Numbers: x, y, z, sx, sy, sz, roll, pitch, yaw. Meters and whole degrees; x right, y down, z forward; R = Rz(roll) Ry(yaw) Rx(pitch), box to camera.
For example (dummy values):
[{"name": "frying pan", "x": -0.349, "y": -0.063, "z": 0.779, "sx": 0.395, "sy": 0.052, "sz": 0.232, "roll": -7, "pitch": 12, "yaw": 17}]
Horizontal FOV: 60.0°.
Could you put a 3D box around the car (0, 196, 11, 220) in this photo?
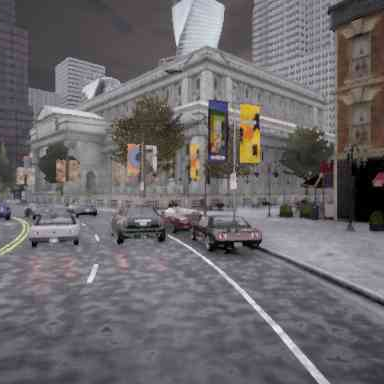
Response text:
[{"name": "car", "x": -16.474, "y": 1.323, "z": 27.412, "sx": 2.150, "sy": 2.045, "sz": 5.566, "roll": 0, "pitch": 0, "yaw": -37}]

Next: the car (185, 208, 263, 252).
[{"name": "car", "x": 1.195, "y": 1.591, "z": 14.031, "sx": 1.895, "sy": 1.301, "sz": 4.718, "roll": 0, "pitch": 0, "yaw": -12}]

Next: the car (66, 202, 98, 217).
[{"name": "car", "x": -10.345, "y": 1.569, "z": 30.899, "sx": 1.994, "sy": 1.385, "sz": 4.181, "roll": 0, "pitch": 0, "yaw": -36}]

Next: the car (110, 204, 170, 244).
[{"name": "car", "x": -2.750, "y": 1.363, "z": 16.158, "sx": 2.097, "sy": 1.767, "sz": 4.553, "roll": 0, "pitch": 0, "yaw": -18}]

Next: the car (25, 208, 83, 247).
[{"name": "car", "x": -6.089, "y": 1.613, "z": 15.108, "sx": 1.895, "sy": 1.301, "sz": 4.718, "roll": 0, "pitch": 0, "yaw": -18}]

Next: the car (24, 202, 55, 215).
[{"name": "car", "x": -13.173, "y": 1.560, "z": 28.836, "sx": 2.033, "sy": 1.411, "sz": 5.357, "roll": 0, "pitch": 0, "yaw": -36}]
